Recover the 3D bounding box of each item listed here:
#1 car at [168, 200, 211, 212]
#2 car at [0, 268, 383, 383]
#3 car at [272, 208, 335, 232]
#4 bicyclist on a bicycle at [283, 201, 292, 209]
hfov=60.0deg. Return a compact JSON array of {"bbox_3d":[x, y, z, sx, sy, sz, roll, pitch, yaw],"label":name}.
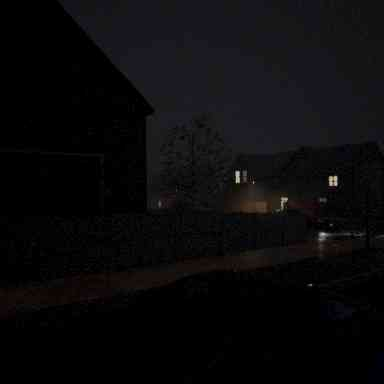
[{"bbox_3d":[-0.336,1.856,33.443,2.150,2.045,5.566,-1,-1,-35],"label":"car"},{"bbox_3d":[0.345,1.563,3.301,4.181,1.385,1.994,0,0,-35],"label":"car"},{"bbox_3d":[7.356,1.846,22.712,1.812,1.442,4.674,-1,-1,-36],"label":"car"},{"bbox_3d":[8.838,1.667,30.682,1.656,1.620,0.582,-1,0,-36],"label":"bicyclist on a bicycle"}]
